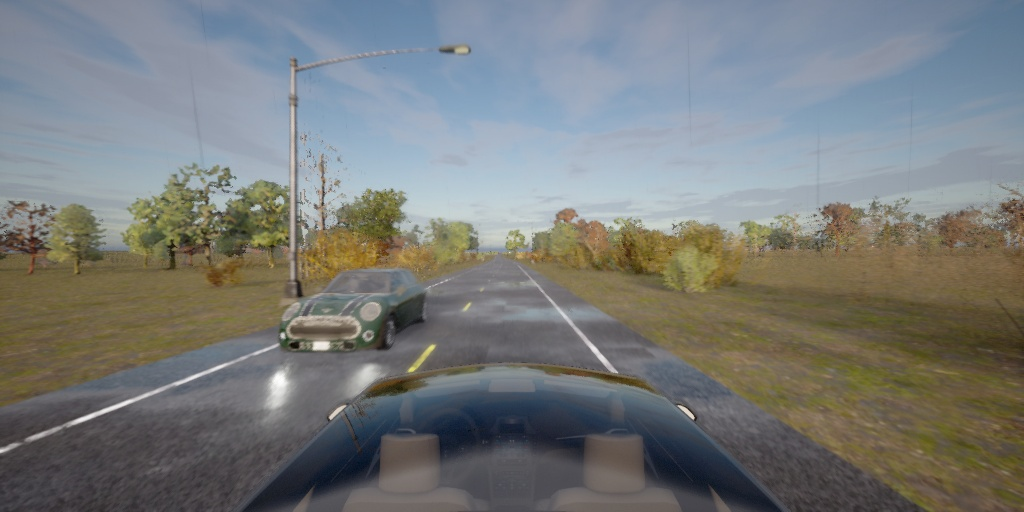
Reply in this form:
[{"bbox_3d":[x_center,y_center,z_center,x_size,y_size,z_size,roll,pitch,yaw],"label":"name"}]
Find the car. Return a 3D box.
[{"bbox_3d":[-3.591,1.101,9.000,2.097,1.767,4.553,0,0,0],"label":"car"}]
